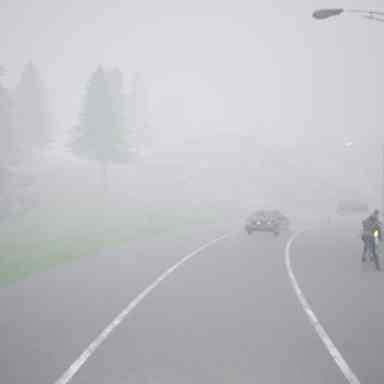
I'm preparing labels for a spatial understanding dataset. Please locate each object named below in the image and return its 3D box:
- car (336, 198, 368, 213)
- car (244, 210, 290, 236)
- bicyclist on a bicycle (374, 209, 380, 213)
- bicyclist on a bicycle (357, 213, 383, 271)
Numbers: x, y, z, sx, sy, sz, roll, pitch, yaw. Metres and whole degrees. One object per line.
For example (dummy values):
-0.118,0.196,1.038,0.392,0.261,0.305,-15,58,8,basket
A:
19.276,1.544,39.928,4.553,1.767,2.097,-1,1,-40,car
4.716,1.789,20.436,2.033,1.411,5.357,0,-1,25,car
8.495,1.646,15.517,0.582,1.620,1.656,0,-3,-40,bicyclist on a bicycle
5.624,1.599,10.434,1.656,1.620,0.582,1,-1,-45,bicyclist on a bicycle
